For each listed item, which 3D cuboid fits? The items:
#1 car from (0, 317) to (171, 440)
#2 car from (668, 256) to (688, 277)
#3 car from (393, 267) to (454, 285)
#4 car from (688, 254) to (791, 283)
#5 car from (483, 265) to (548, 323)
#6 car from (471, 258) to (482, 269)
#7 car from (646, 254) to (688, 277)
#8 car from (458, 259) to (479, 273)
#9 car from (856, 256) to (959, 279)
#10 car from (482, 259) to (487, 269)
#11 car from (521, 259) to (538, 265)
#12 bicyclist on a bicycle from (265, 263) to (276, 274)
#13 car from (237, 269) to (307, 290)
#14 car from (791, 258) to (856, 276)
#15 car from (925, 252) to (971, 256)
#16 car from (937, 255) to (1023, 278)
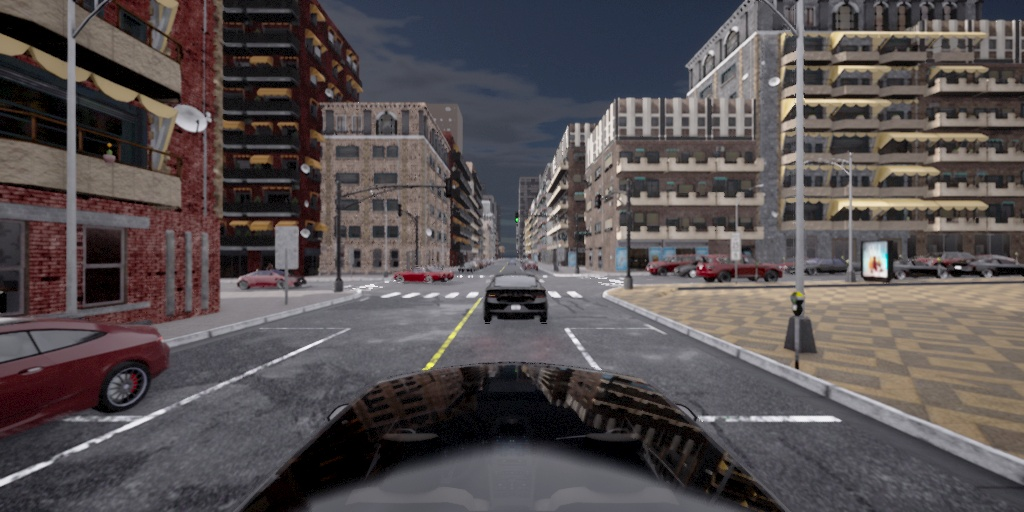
[{"bbox_3d":[-5.740,1.334,3.452,1.802,1.307,4.207,0,0,0],"label":"car"},{"bbox_3d":[15.747,0.975,29.224,4.892,1.490,1.837,-1,0,0],"label":"car"},{"bbox_3d":[-6.946,1.491,27.931,4.718,1.301,1.895,-1,0,27],"label":"car"},{"bbox_3d":[14.720,0.808,23.423,5.009,1.841,2.192,0,0,0],"label":"car"},{"bbox_3d":[0.101,1.243,12.182,1.882,1.535,5.008,0,0,0],"label":"car"},{"bbox_3d":[-5.667,1.361,50.988,1.751,1.417,4.829,0,0,0],"label":"car"},{"bbox_3d":[14.589,0.805,31.802,5.009,1.841,2.192,0,0,0],"label":"car"},{"bbox_3d":[-5.670,1.390,45.475,1.948,1.339,4.313,0,0,0],"label":"car"},{"bbox_3d":[25.814,0.851,23.514,4.313,1.339,1.948,0,0,0],"label":"car"},{"bbox_3d":[-5.664,1.162,56.840,2.192,1.841,5.009,0,0,0],"label":"car"},{"bbox_3d":[2.713,1.275,51.156,1.967,1.591,4.097,0,0,0],"label":"car"},{"bbox_3d":[-23.151,1.485,34.425,0.582,1.620,1.656,-1,0,0],"label":"bicyclist on a bicycle"},{"bbox_3d":[-17.165,1.644,25.745,4.181,1.385,1.994,-1,0,-1],"label":"car"},{"bbox_3d":[25.492,0.836,29.302,5.357,1.411,2.033,-1,0,0],"label":"car"},{"bbox_3d":[35.150,0.458,29.372,4.553,1.767,2.097,-1,0,0],"label":"car"},{"bbox_3d":[31.361,0.747,23.561,4.313,1.339,1.948,0,0,0],"label":"car"}]
